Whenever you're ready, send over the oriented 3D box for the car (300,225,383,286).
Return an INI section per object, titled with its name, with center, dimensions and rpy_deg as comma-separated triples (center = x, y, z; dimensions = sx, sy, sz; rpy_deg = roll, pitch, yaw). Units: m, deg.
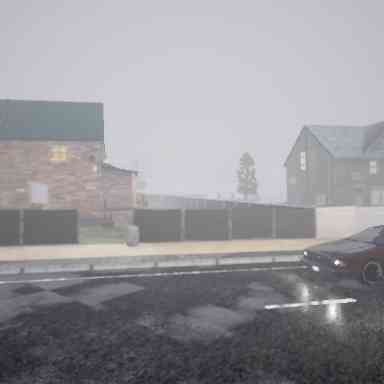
[car]
center = 5.918, 1.689, 9.573
dimensions = 5.357, 1.411, 2.033
rpy_deg = 0, -1, -14
